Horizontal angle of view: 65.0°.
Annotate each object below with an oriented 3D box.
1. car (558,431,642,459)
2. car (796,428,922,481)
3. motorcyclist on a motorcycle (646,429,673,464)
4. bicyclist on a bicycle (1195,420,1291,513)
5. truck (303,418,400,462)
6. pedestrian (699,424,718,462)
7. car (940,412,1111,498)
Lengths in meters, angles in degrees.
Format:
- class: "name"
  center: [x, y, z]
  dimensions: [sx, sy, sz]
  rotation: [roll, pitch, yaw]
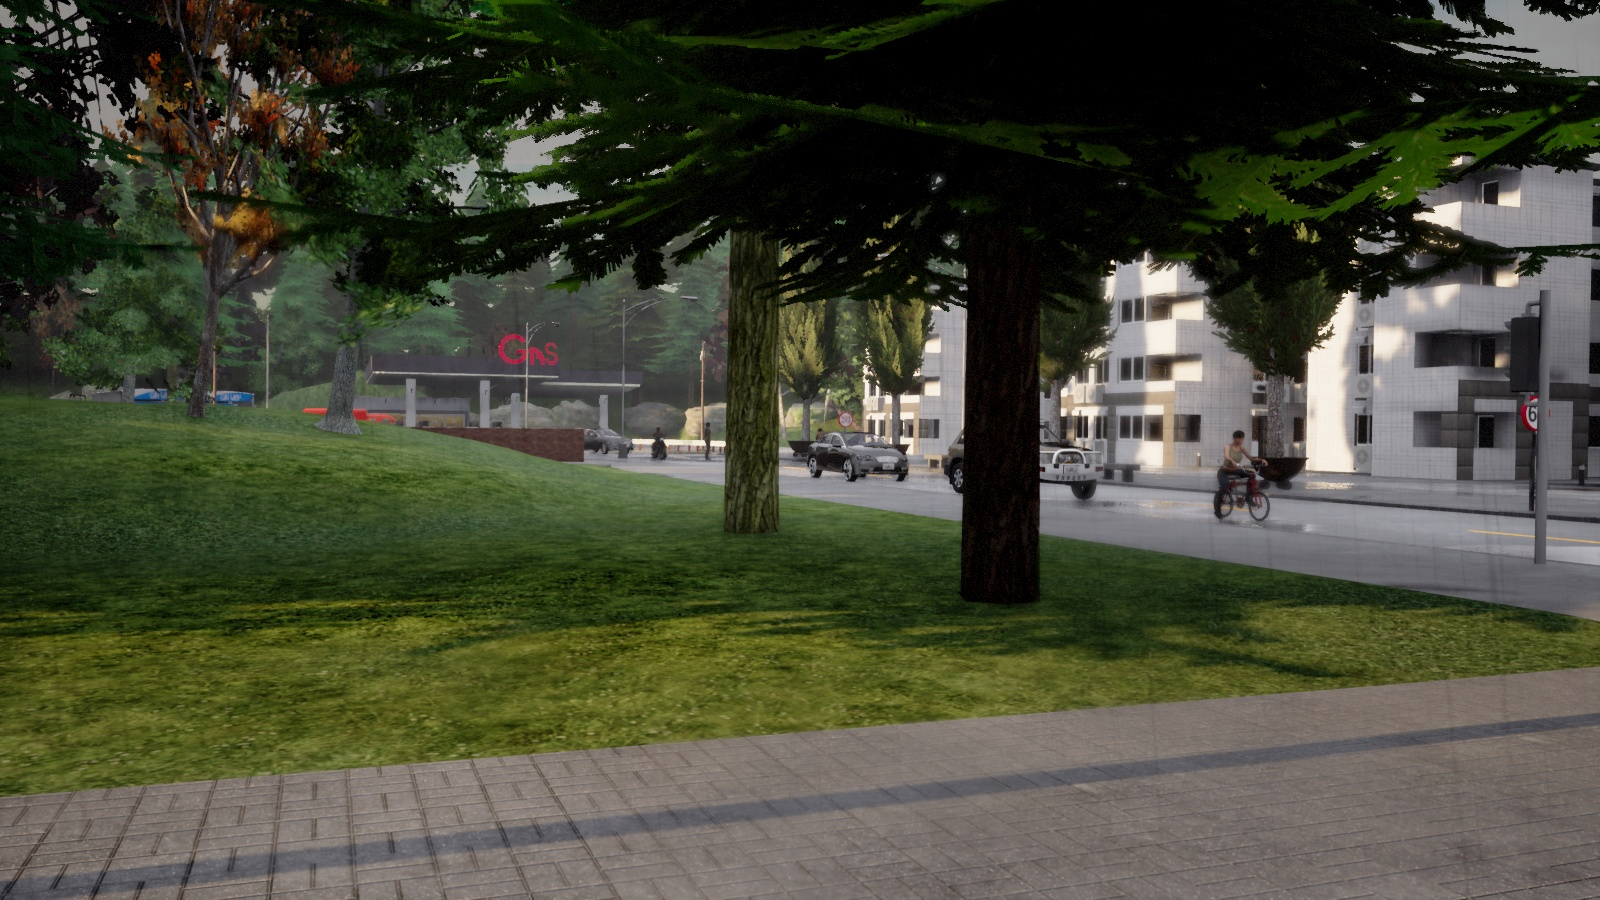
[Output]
- class: "car"
  center: [-11.594, -0.301, 72.642]
  dimensions: [4.902, 1.511, 2.128]
  rotation: [0, 1, 42]
- class: "car"
  center: [1.742, 0.098, 39.186]
  dimensions: [2.128, 1.511, 4.902]
  rotation: [-1, 1, -21]
- class: "motorcyclist on a motorcycle"
  center: [-6.959, -0.188, 62.177]
  dimensions: [0.766, 1.649, 2.350]
  rotation: [-1, 1, -21]
- class: "bicyclist on a bicycle"
  center: [8.000, 0.278, 22.736]
  dimensions: [0.866, 1.612, 1.509]
  rotation: [-1, 1, -20]
- class: "truck"
  center: [-26.119, -0.598, 73.222]
  dimensions: [5.204, 2.467, 2.627]
  rotation: [-1, 1, -21]
- class: "pedestrian"
  center: [-4.437, -0.351, 60.717]
  dimensions: [0.869, 1.805, 0.328]
  rotation: [-1, 1, -14]
- class: "car"
  center: [5.250, 0.071, 29.922]
  dimensions: [1.932, 1.855, 4.605]
  rotation: [-1, 1, -21]
